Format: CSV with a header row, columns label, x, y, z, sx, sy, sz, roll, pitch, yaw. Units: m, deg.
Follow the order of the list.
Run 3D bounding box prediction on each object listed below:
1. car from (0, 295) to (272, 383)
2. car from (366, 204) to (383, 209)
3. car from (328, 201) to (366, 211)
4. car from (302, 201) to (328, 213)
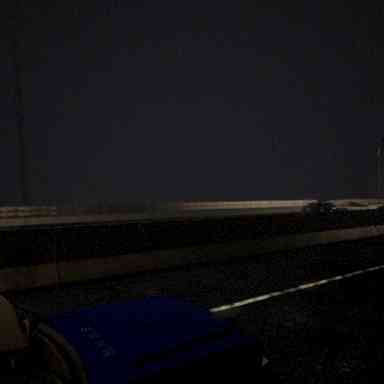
label,x,y,z,sx,sy,sz,roll,pitch,yaw
car,-1.568,1.600,2.621,4.718,1.301,1.895,0,0,-35
car,17.956,1.579,29.273,5.357,1.411,2.033,0,0,-34
car,15.462,1.631,31.806,4.718,1.301,1.895,0,0,-34
car,13.371,1.593,34.610,4.181,1.385,1.994,0,0,-34
